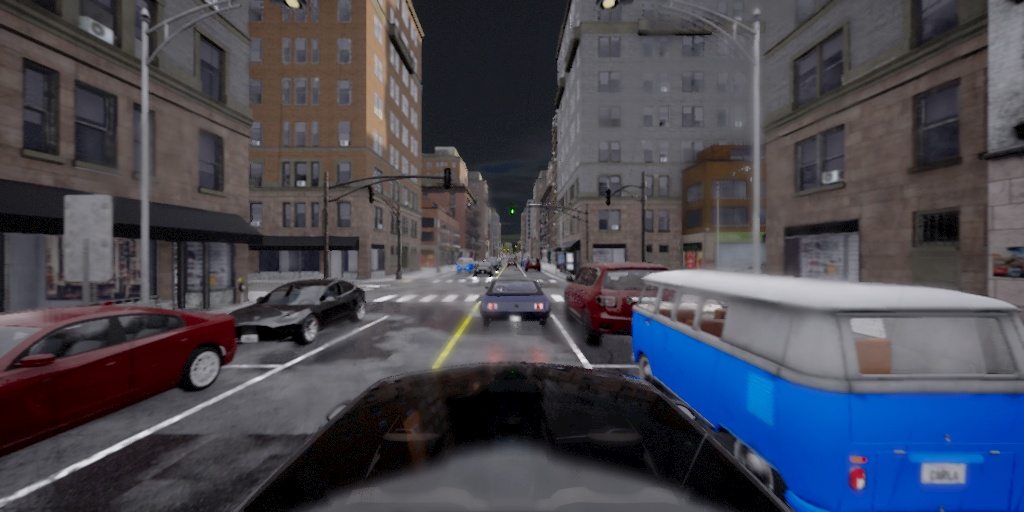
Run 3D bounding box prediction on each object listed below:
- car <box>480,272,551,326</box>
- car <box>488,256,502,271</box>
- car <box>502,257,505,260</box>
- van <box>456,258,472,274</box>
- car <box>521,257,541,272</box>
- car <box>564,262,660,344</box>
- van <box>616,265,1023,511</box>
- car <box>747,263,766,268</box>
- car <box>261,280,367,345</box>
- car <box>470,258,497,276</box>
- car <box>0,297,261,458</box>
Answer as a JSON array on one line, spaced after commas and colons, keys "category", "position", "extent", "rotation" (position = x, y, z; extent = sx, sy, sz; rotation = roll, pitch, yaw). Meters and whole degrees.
[{"category": "car", "position": [0.048, 1.357, 11.616], "extent": [1.895, 1.301, 4.718], "rotation": [0, 0, -1]}, {"category": "car", "position": [-2.832, 1.127, 49.520], "extent": [2.097, 1.767, 4.553], "rotation": [0, 0, 0]}, {"category": "car", "position": [-2.767, 1.327, 64.546], "extent": [2.033, 1.411, 5.357], "rotation": [0, 0, 1]}, {"category": "van", "position": [-5.405, 1.111, 41.513], "extent": [1.690, 1.789, 3.998], "rotation": [0, 0, 0]}, {"category": "car", "position": [2.708, 1.087, 46.920], "extent": [2.192, 1.841, 5.009], "rotation": [0, 0, 0]}, {"category": "car", "position": [2.637, 1.069, 9.548], "extent": [2.192, 1.841, 5.009], "rotation": [0, 0, 0]}, {"category": "van", "position": [2.637, 1.092, 4.037], "extent": [1.690, 1.789, 3.998], "rotation": [0, 0, 0]}, {"category": "car", "position": [17.209, 1.185, 24.425], "extent": [4.892, 1.490, 1.837], "rotation": [0, 0, 0]}, {"category": "car", "position": [-5.388, 1.320, 9.549], "extent": [1.948, 1.339, 4.313], "rotation": [0, 0, 0]}, {"category": "car", "position": [-2.842, 1.272, 36.869], "extent": [1.837, 1.490, 4.892], "rotation": [0, 0, 0]}, {"category": "car", "position": [-5.388, 1.297, 4.038], "extent": [1.888, 1.381, 4.507], "rotation": [0, 0, 0]}]
